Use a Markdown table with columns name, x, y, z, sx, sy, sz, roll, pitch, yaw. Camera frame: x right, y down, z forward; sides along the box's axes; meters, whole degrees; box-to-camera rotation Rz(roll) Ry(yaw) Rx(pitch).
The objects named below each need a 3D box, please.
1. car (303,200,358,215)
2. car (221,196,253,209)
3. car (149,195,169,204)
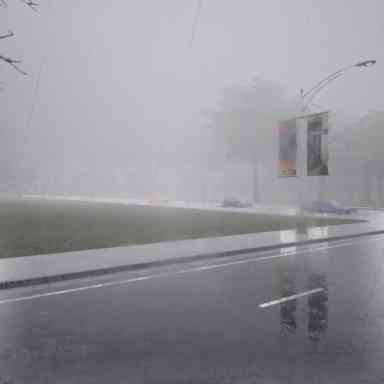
| name | x | y | z | sx | sy | sz | roll | pitch | yaw |
| --- | --- | --- | --- | --- | --- | --- | --- | --- | --- |
| car | 13.771 | 1.550 | 33.732 | 2.033 | 1.411 | 5.357 | 0 | 0 | -36 |
| car | 5.988 | 1.308 | 44.382 | 2.097 | 1.767 | 4.553 | 0 | 0 | -36 |
| car | -6.090 | 1.385 | 61.044 | 1.882 | 1.535 | 5.008 | 0 | 0 | -36 |
